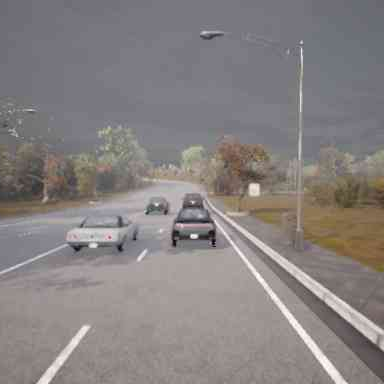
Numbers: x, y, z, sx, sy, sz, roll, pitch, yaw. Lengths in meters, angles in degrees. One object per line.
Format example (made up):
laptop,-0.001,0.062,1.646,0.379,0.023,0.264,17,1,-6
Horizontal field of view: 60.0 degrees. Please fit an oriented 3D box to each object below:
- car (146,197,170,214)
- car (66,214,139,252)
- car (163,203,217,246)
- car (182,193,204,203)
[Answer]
car,-3.405,1.288,34.047,2.097,1.767,4.553,0,0,0
car,-3.423,1.575,13.770,1.895,1.301,4.718,0,0,0
car,0.082,1.463,15.000,2.128,1.511,4.902,0,0,0
car,0.097,1.156,35.140,2.150,2.045,5.566,0,0,0
